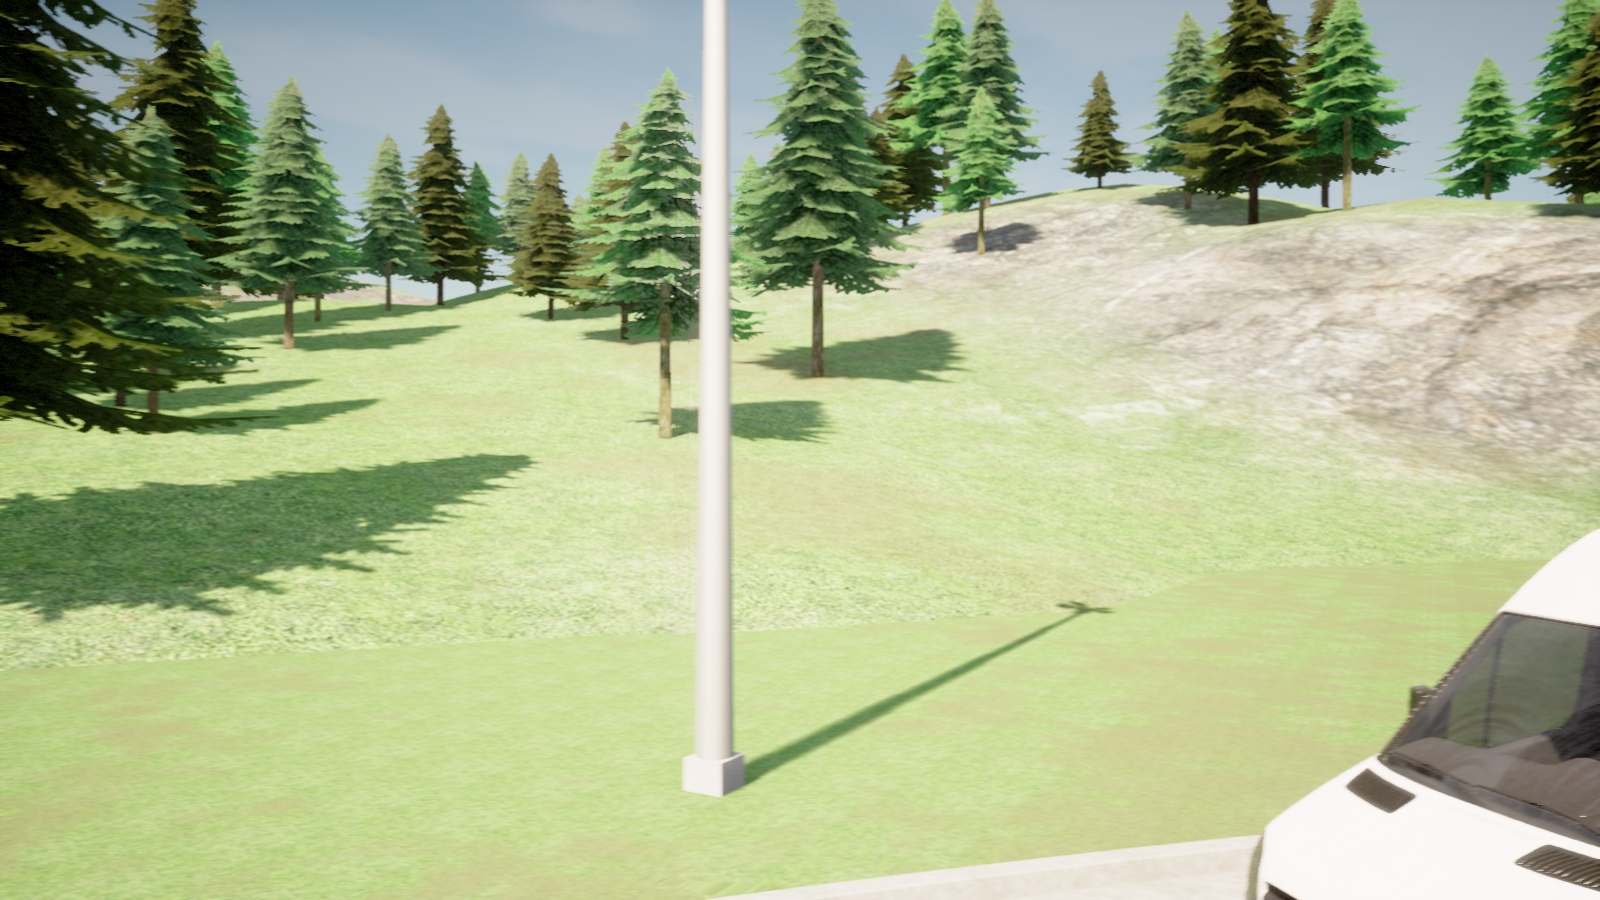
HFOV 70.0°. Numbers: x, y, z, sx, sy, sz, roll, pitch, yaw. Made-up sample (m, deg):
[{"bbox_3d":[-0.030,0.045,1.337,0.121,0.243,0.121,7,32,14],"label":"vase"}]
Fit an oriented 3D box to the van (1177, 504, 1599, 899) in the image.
[{"bbox_3d":[4.872,1.549,5.053,5.915,2.561,1.988,0,-1,-13],"label":"van"}]
